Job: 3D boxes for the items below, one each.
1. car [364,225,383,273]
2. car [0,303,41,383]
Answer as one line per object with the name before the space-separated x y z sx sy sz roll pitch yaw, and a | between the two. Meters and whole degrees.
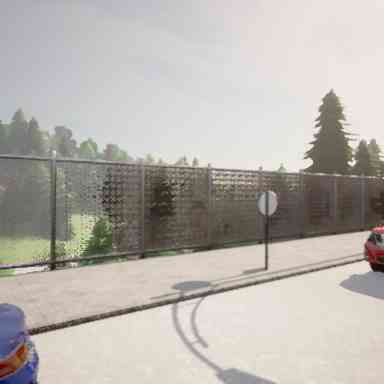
car | 7.398 1.285 9.828 5.566 2.045 2.150 1 0 -35
car | -3.515 1.516 2.080 4.674 1.442 1.812 1 0 -35
